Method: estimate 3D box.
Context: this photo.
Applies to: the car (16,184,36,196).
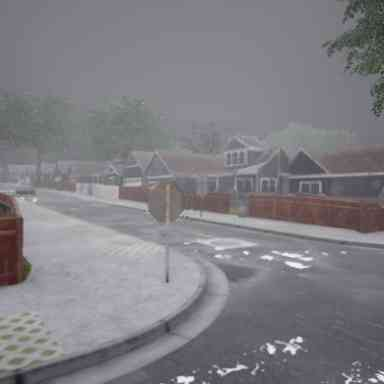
[{"bbox_3d":[-22.191,-0.322,44.401,1.882,1.535,5.008,1,2,-35],"label":"car"}]
